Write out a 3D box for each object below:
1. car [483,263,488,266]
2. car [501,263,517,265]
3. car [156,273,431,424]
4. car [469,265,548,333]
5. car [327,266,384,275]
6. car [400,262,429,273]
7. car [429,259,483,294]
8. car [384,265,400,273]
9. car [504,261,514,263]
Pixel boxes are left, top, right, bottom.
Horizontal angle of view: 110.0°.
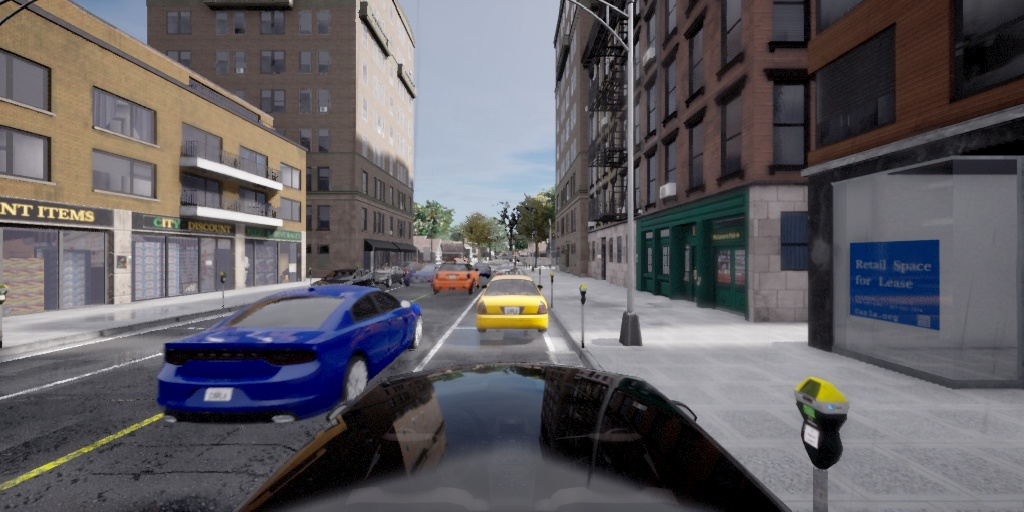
[{"bbox_3d":[-2.926,1.322,33.566,1.994,1.385,4.181,0,0,0],"label":"car"},{"bbox_3d":[-0.383,1.334,23.722,1.802,1.307,4.207,0,0,0],"label":"car"},{"bbox_3d":[-2.924,1.228,6.050,1.882,1.535,5.008,0,0,0],"label":"car"},{"bbox_3d":[0.005,1.207,10.690,1.801,1.575,5.366,0,0,0],"label":"car"},{"bbox_3d":[-8.408,1.316,18.201,1.948,1.339,4.313,0,0,0],"label":"car"},{"bbox_3d":[-5.870,1.278,24.436,1.812,1.442,4.674,0,0,0],"label":"car"},{"bbox_3d":[-3.021,1.103,20.369,2.097,1.767,4.553,0,0,0],"label":"car"},{"bbox_3d":[-8.408,1.303,23.719,2.007,1.370,4.403,0,0,0],"label":"car"},{"bbox_3d":[-0.383,1.281,29.411,1.751,1.417,4.829,0,0,0],"label":"car"}]
